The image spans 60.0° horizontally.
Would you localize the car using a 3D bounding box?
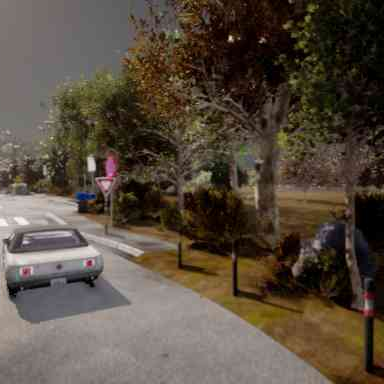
[{"bbox_3d":[-3.873,1.517,8.744,1.895,1.301,4.718,-1,2,-31],"label":"car"}]
